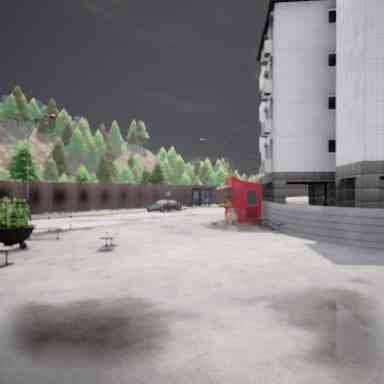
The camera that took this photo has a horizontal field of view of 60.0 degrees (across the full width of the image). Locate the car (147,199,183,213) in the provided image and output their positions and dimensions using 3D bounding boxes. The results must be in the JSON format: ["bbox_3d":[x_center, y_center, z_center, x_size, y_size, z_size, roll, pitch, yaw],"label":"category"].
[{"bbox_3d":[-2.837,1.480,35.898,1.812,1.442,4.674,0,0,35],"label":"car"}]
